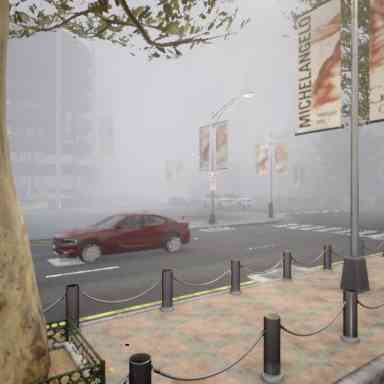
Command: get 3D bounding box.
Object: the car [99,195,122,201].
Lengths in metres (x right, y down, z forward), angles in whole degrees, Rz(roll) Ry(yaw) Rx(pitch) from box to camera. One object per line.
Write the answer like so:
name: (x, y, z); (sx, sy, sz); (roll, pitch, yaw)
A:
car: (-19.528, 1.417, 79.666); (5.008, 1.535, 1.882); (0, 0, 12)

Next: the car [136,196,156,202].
car: (-10.504, 1.552, 76.141); (4.181, 1.385, 1.994); (0, 0, 26)

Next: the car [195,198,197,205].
car: (0.705, 1.600, 56.505); (1.895, 1.301, 4.718); (0, 0, -37)

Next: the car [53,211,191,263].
car: (-2.377, 1.477, 12.097); (5.008, 1.535, 1.882); (0, 0, -35)

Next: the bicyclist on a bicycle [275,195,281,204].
bicyclist on a bicycle: (15.726, 1.300, 60.483); (1.656, 1.620, 0.582); (0, 0, -36)

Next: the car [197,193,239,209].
car: (3.562, 1.221, 46.556); (2.150, 2.045, 5.566); (0, 0, -35)

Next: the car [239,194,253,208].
car: (6.417, 1.221, 48.580); (2.150, 2.045, 5.566); (0, 0, -35)

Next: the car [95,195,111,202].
car: (-20.492, 1.449, 76.302); (4.892, 1.490, 1.837); (0, 0, 12)

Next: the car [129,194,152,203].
car: (-11.251, 1.354, 72.586); (4.553, 1.767, 2.097); (0, 0, 26)

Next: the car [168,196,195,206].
car: (-2.155, 1.503, 54.464); (1.837, 1.490, 4.892); (0, 0, -37)

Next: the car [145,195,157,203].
car: (-9.184, 1.600, 66.967); (4.718, 1.301, 1.895); (0, 0, 37)

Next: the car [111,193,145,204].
car: (-12.478, 1.220, 64.962); (5.566, 2.045, 2.150); (0, 0, 33)
